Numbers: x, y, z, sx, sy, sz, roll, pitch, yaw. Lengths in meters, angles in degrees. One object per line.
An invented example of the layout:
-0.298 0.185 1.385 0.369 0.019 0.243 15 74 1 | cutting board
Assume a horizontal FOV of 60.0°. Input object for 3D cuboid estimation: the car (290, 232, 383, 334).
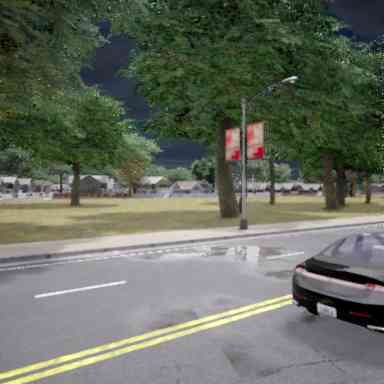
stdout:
3.933 1.512 6.246 4.902 1.511 2.128 0 0 -35 | car
